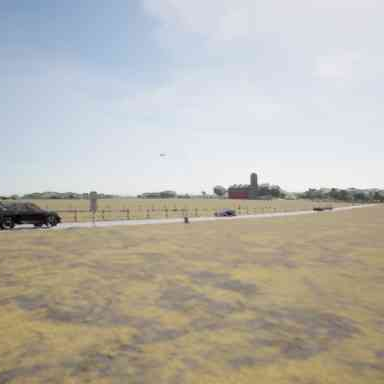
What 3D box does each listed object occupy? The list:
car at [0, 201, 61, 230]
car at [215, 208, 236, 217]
[{"bbox_3d":[-12.784,1.745,25.084,2.150,2.045,5.566,-1,-3,35],"label":"car"},{"bbox_3d":[5.627,3.409,55.963,2.128,1.511,4.902,-1,-3,35],"label":"car"}]
